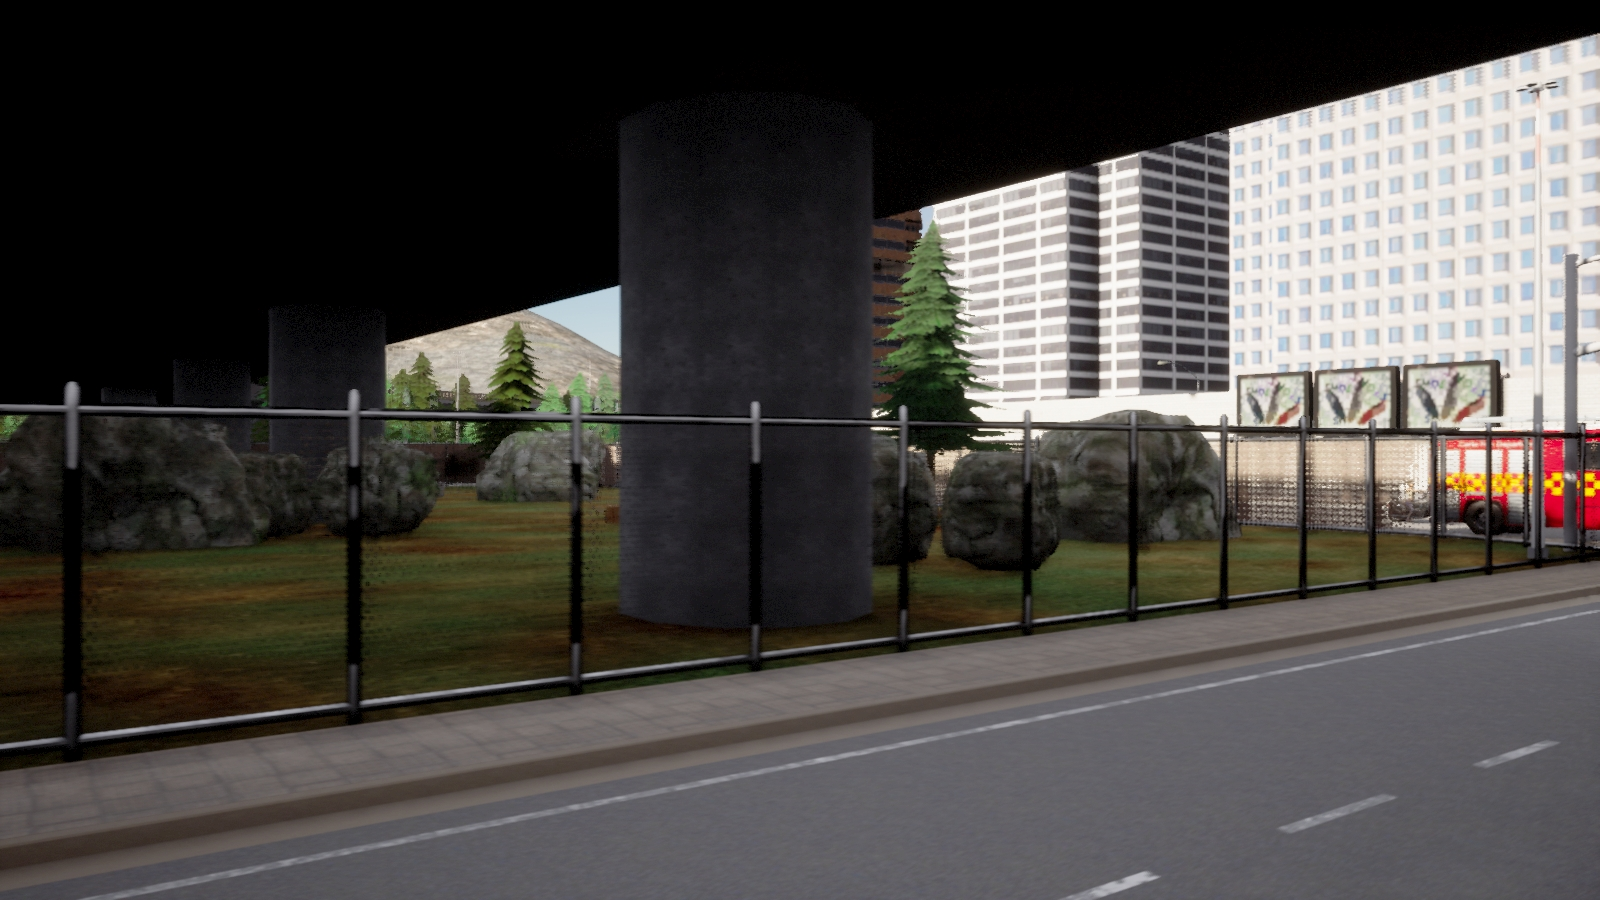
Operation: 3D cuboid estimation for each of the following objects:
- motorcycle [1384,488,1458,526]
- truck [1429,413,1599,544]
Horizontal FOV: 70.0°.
[{"bbox_3d":[23.179,2.113,42.703,0.764,1.277,2.356,0,0,-35],"label":"motorcycle"},{"bbox_3d":[24.172,0.836,34.719,2.891,3.827,8.468,0,0,-35],"label":"truck"}]
